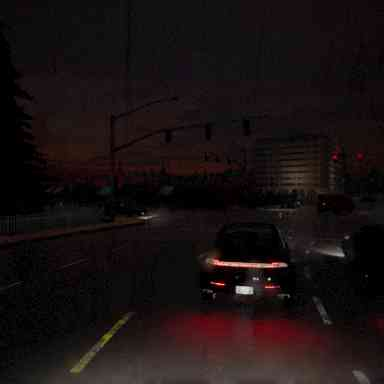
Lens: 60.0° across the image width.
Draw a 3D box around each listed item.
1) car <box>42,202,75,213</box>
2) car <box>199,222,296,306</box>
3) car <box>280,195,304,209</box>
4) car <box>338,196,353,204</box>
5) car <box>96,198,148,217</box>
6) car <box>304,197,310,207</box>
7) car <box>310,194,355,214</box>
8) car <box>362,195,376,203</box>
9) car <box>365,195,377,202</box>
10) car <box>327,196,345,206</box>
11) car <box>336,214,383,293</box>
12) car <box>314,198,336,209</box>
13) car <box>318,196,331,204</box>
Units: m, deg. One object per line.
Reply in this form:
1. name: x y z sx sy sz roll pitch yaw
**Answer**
1. car: -15.396 1.407 37.800 4.553 1.767 2.097 0 0 32
2. car: 1.424 1.492 8.149 2.128 1.511 4.902 0 0 12
3. car: 13.396 1.505 45.178 1.837 1.490 4.892 0 0 32
4. car: 30.902 1.540 66.825 2.033 1.411 5.357 0 0 32
5. car: -6.838 1.603 32.462 5.357 1.411 2.033 0 0 32
6. car: 18.145 1.525 52.879 1.812 1.442 4.674 0 0 32
7. car: 15.118 1.262 35.031 5.566 2.045 2.150 0 1 -43
8. car: 36.979 1.478 70.039 1.882 1.535 5.008 0 0 32
9. car: 42.696 1.525 79.362 2.128 1.511 4.902 0 0 32
10. car: 24.615 1.491 56.698 2.128 1.511 4.902 0 0 32
11. car: 5.175 1.547 8.523 2.033 1.411 5.357 0 0 16
12. car: 19.166 1.547 47.874 2.033 1.411 5.357 0 0 32
13. car: 26.391 1.524 66.163 1.812 1.442 4.674 0 0 32
